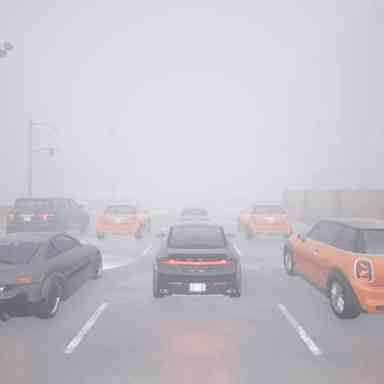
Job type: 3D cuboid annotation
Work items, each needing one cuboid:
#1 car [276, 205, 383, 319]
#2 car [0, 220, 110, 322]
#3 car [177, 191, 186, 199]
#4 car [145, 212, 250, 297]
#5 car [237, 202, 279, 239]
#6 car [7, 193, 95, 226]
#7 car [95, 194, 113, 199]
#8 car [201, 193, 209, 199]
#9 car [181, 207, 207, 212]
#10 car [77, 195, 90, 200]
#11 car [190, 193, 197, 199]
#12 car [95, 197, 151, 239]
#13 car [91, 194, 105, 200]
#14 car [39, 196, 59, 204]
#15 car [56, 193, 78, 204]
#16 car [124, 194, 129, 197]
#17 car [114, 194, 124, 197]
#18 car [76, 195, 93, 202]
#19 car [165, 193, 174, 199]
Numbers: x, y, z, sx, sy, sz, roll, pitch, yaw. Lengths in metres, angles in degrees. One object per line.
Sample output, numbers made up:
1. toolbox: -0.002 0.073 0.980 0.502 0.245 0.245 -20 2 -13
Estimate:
1. car: 3.604 1.351 7.517 2.097 1.767 4.553 0 0 0
2. car: -3.396 1.563 7.349 1.994 1.385 4.181 0 0 0
3. car: -3.162 1.179 93.644 1.837 1.490 4.892 0 1 1
4. car: 0.105 1.504 8.533 1.837 1.490 4.892 0 0 0
5. car: 3.609 1.350 17.271 2.097 1.767 4.553 0 0 0
6. car: -6.892 1.220 16.586 2.150 2.045 5.566 0 0 0
7. car: -17.416 1.454 65.046 1.837 1.490 4.892 0 0 0
8. car: 3.842 1.230 93.991 1.994 1.385 4.181 0 1 1
9. car: 0.117 1.545 18.625 2.033 1.411 5.357 0 0 0
10. car: -27.739 1.399 85.104 1.895 1.301 4.718 0 1 1
11. car: 0.338 1.157 93.609 1.882 1.535 5.008 0 1 1
12. car: -3.391 1.350 17.318 2.097 1.767 4.553 0 0 0
13. car: -24.234 1.320 85.740 2.128 1.511 4.902 0 1 1
14. car: -27.916 1.561 65.081 1.895 1.301 4.718 0 0 0
15. car: -24.414 1.189 65.321 2.150 2.045 5.566 0 0 0
16. car: -17.240 1.327 85.045 1.812 1.442 4.674 0 1 1
17. car: -17.332 1.383 74.755 1.882 1.535 5.008 0 0 1
18. car: -24.326 1.425 75.437 2.128 1.511 4.902 0 0 1
19. car: -6.661 1.179 93.673 1.837 1.490 4.892 0 1 1
